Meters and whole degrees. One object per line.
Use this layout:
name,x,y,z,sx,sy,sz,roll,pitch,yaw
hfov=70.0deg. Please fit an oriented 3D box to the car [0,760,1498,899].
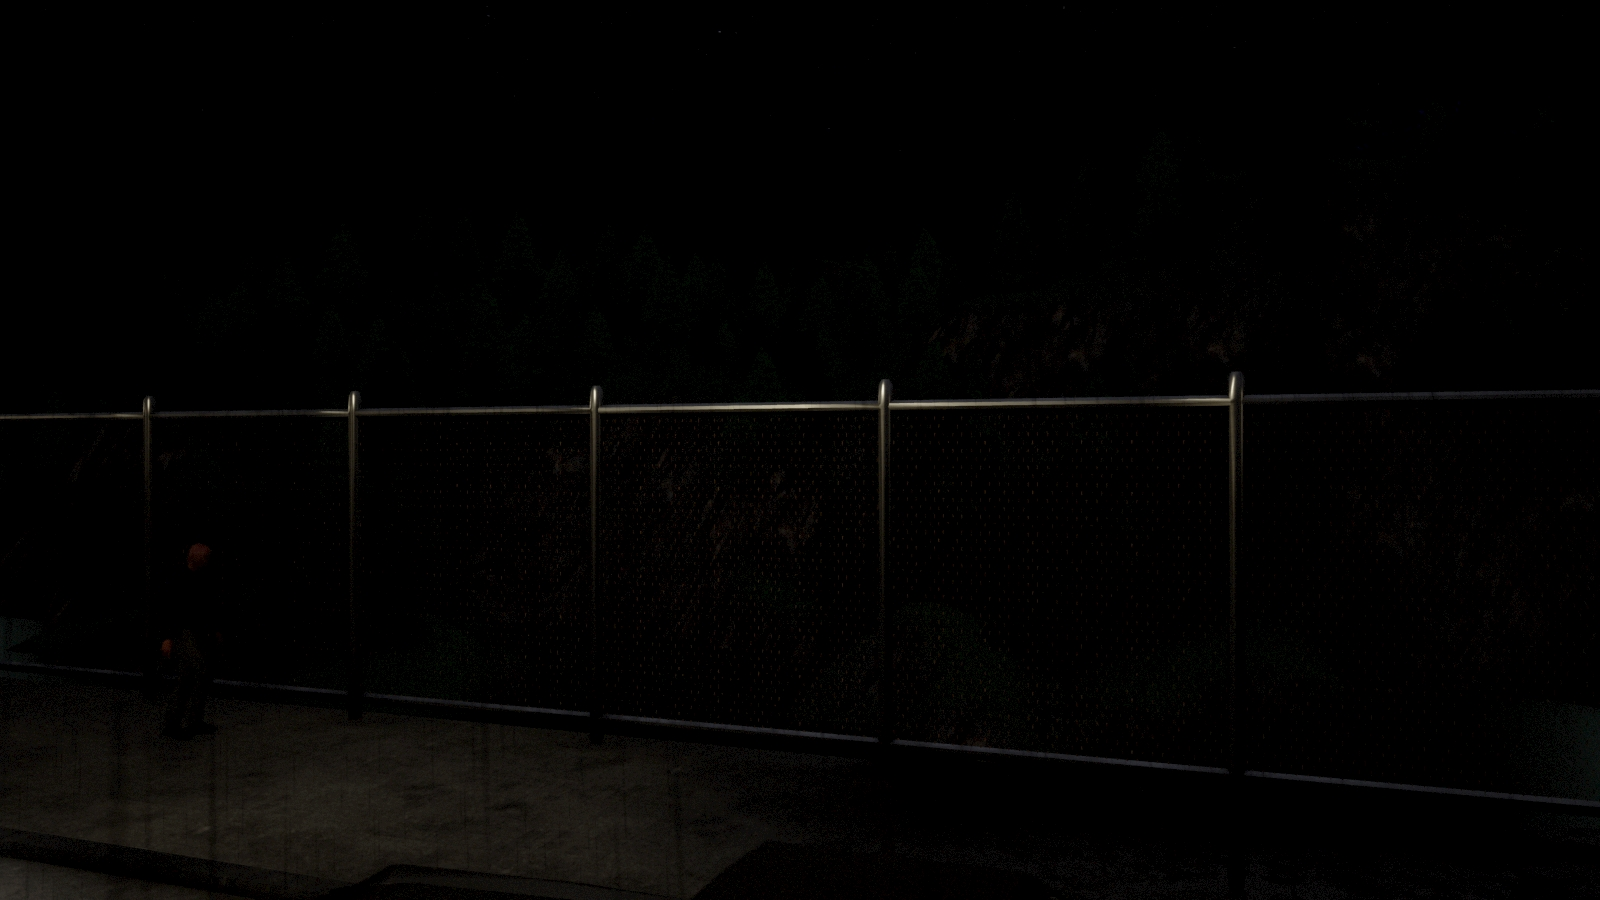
car,-0.159,2.156,3.863,4.718,1.301,1.895,0,0,20

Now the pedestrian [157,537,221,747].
pedestrian,-5.628,1.748,10.530,0.375,1.860,0.375,0,0,9
